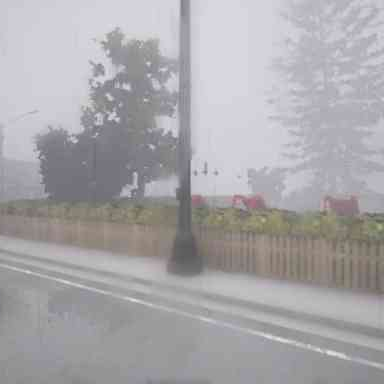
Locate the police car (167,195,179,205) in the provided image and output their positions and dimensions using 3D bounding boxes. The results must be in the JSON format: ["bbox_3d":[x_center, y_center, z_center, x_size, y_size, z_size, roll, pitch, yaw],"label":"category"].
[{"bbox_3d":[-3.507,1.371,52.168,1.930,1.638,5.238,0,0,35],"label":"police car"}]
